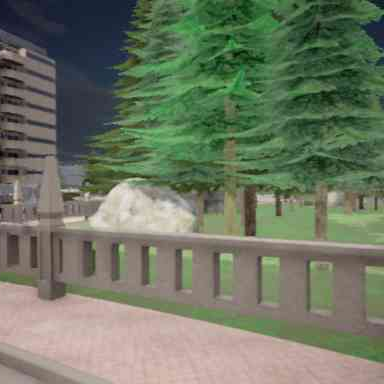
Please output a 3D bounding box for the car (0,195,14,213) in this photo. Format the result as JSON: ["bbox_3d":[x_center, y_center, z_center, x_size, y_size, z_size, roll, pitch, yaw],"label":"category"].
[{"bbox_3d":[-20.521,1.322,34.761,2.150,2.045,5.566,0,0,25],"label":"car"}]

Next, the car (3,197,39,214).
[{"bbox_3d":[-16.558,1.563,34.957,2.128,1.511,4.902,0,0,25],"label":"car"}]
